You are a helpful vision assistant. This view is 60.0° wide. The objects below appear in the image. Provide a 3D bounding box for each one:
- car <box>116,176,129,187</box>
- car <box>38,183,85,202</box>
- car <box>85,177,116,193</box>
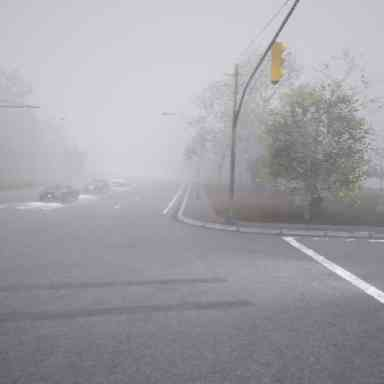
[{"bbox_3d":[-10.235,-1.585,47.485,1.812,1.442,4.674,2,5,1],"label":"car"},{"bbox_3d":[-10.460,-0.021,26.445,1.994,1.385,4.181,2,3,1],"label":"car"},{"bbox_3d":[-10.367,-0.750,36.763,2.128,1.511,4.902,2,4,1],"label":"car"}]
